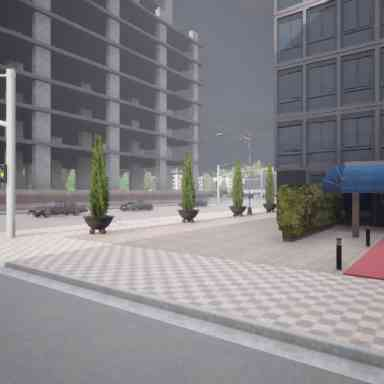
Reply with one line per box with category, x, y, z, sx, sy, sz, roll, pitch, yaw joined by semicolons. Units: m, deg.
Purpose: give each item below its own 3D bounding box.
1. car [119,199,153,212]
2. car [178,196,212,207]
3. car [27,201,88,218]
car;-6.464;1.564;38.953;1.994;1.385;4.181;0;0;37
car;0.186;1.548;48.090;2.033;1.411;5.357;0;0;36
car;-12.334;1.547;30.894;2.033;1.411;5.357;0;0;36
